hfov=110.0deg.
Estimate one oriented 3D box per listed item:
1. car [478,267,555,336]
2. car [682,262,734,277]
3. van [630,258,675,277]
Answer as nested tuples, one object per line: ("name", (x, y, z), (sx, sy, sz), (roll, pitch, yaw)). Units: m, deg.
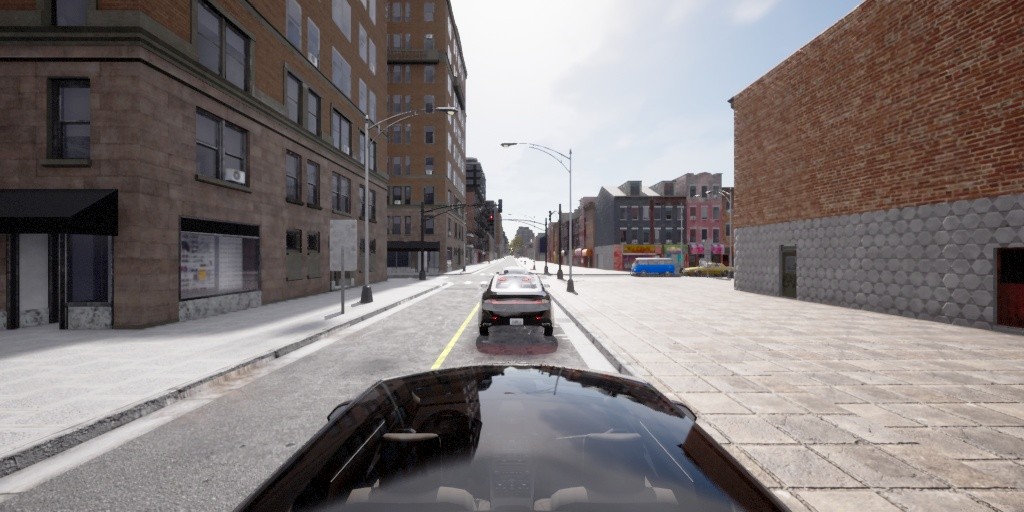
("car", (0.105, 1.241, 10.370), (2.128, 1.511, 4.902), (0, 0, 0))
("car", (19.206, 1.267, 35.060), (4.829, 1.417, 1.751), (0, 0, 0))
("van", (13.764, 1.087, 35.073), (3.998, 1.789, 1.690), (0, 0, 0))
